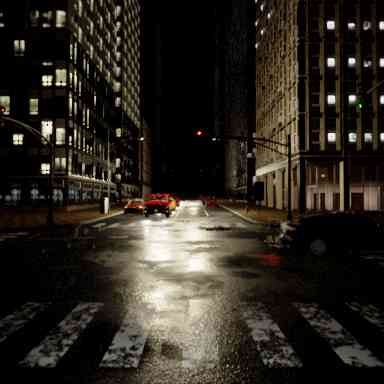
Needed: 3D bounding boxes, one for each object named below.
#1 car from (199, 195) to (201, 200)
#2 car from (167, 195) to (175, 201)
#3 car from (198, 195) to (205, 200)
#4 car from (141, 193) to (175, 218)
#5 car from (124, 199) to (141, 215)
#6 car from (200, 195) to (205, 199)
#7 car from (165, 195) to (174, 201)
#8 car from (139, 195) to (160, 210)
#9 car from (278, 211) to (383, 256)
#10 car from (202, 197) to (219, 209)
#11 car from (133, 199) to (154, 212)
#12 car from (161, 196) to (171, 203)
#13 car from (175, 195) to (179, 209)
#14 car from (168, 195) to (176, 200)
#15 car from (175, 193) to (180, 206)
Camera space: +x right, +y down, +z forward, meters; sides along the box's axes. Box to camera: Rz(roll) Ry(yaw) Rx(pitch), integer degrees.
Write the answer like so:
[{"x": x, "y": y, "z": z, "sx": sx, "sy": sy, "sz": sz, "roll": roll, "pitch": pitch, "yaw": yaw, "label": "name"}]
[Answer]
[{"x": 2.768, "y": 1.580, "z": 61.693, "sx": 1.947, "sy": 1.339, "sz": 4.313, "roll": 1, "pitch": 0, "yaw": 0, "label": "car"}, {"x": -5.583, "y": 1.572, "z": 89.508, "sx": 2.008, "sy": 1.369, "sz": 4.403, "roll": 1, "pitch": 0, "yaw": 0, "label": "car"}, {"x": 2.804, "y": 1.568, "z": 95.156, "sx": 1.887, "sy": 1.381, "sz": 4.507, "roll": 1, "pitch": 0, "yaw": 0, "label": "car"}, {"x": -3.061, "y": 1.228, "z": 31.086, "sx": 2.150, "sy": 2.045, "sz": 5.566, "roll": 0, "pitch": 0, "yaw": 0, "label": "car"}, {"x": -5.639, "y": 1.447, "z": 33.756, "sx": 1.967, "sy": 1.590, "sz": 4.097, "roll": 1, "pitch": 0, "yaw": 0, "label": "car"}, {"x": 2.764, "y": 1.538, "z": 56.286, "sx": 1.752, "sy": 1.417, "sz": 4.829, "roll": 1, "pitch": 0, "yaw": 0, "label": "car"}, {"x": -5.589, "y": 1.565, "z": 83.933, "sx": 1.887, "sy": 1.381, "sz": 4.507, "roll": 1, "pitch": 0, "yaw": 0, "label": "car"}, {"x": -5.625, "y": 1.325, "z": 44.907, "sx": 2.192, "sy": 1.841, "sz": 5.009, "roll": 1, "pitch": 0, "yaw": 0, "label": "car"}, {"x": 5.811, "y": 1.472, "z": 12.458, "sx": 5.008, "sy": 1.535, "sz": 1.882, "roll": 0, "pitch": 0, "yaw": 0, "label": "car"}, {"x": 2.750, "y": 1.592, "z": 44.960, "sx": 1.802, "sy": 1.307, "sz": 4.206, "roll": 1, "pitch": 0, "yaw": 0, "label": "car"}, {"x": -5.636, "y": 1.591, "z": 39.332, "sx": 1.802, "sy": 1.307, "sz": 4.206, "roll": 1, "pitch": 0, "yaw": 0, "label": "car"}, {"x": -5.600, "y": 1.562, "z": 72.782, "sx": 1.887, "sy": 1.381, "sz": 4.507, "roll": 1, "pitch": 0, "yaw": 0, "label": "car"}, {"x": -3.055, "y": 1.487, "z": 41.513, "sx": 1.882, "sy": 1.535, "sz": 5.008, "roll": 0, "pitch": 0, "yaw": 0, "label": "car"}, {"x": -5.577, "y": 1.589, "z": 95.083, "sx": 1.947, "sy": 1.339, "sz": 4.313, "roll": 1, "pitch": 0, "yaw": 0, "label": "car"}, {"x": -3.037, "y": 1.233, "z": 52.012, "sx": 2.150, "sy": 2.045, "sz": 5.566, "roll": 0, "pitch": 0, "yaw": 0, "label": "car"}]
